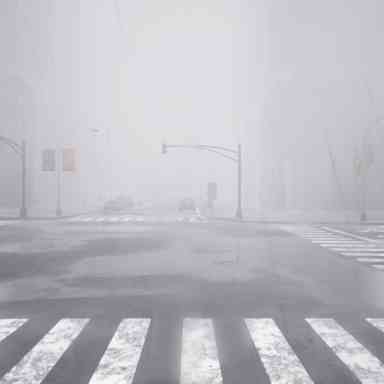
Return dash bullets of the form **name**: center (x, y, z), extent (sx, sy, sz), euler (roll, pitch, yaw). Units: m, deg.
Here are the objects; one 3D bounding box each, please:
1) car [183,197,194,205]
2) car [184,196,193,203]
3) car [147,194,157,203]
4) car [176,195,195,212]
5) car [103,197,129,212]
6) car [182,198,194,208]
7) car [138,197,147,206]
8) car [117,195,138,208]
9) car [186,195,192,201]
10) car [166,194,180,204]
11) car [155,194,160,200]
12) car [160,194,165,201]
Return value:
- **car**: center (-0.671, 1.597, 60.750), extent (1.887, 1.381, 4.507), euler (0, 0, 0)
- **car**: center (-0.728, 1.605, 71.770), extent (1.752, 1.417, 4.829), euler (0, 0, 0)
- **car**: center (-9.252, 1.661, 71.565), extent (1.802, 1.307, 4.206), euler (0, 0, 0)
- **car**: center (-0.559, 1.444, 39.051), extent (1.967, 1.590, 4.097), euler (0, 0, 0)
- **car**: center (-9.083, 1.570, 39.009), extent (1.947, 1.339, 4.313), euler (0, 0, 0)
- **car**: center (-0.615, 1.609, 49.900), extent (1.802, 1.307, 4.206), euler (0, 0, 0)
- **car**: center (-9.167, 1.564, 55.117), extent (1.752, 1.417, 4.829), euler (0, 0, 0)
- **car**: center (-9.112, 1.330, 44.436), extent (2.192, 1.841, 5.009), euler (0, 0, 0)
- **car**: center (-0.841, 1.686, 93.300), extent (1.887, 1.381, 4.507), euler (0, 0, 0)
- **car**: center (-3.456, 1.665, 65.661), extent (1.895, 1.301, 4.718), euler (0, 0, 0)
- **car**: center (-9.281, 1.409, 76.991), extent (2.192, 1.841, 5.009), euler (0, 0, 0)
- **car**: center (-9.365, 1.686, 93.268), extent (1.887, 1.381, 4.507), euler (0, 0, 0)
